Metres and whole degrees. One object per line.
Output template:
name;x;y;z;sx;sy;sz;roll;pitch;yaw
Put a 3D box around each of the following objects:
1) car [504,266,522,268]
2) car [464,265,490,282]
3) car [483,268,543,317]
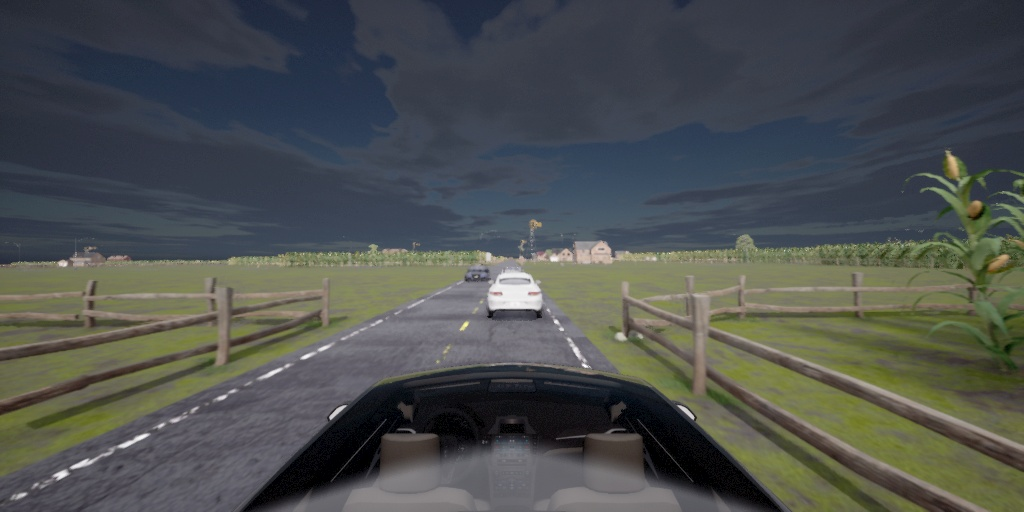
car;0.096;1.489;29.445;1.895;1.301;4.718;0;0;0
car;-2.806;1.457;30.227;1.994;1.385;4.181;0;0;0
car;0.100;1.331;13.307;1.812;1.442;4.674;0;0;0
